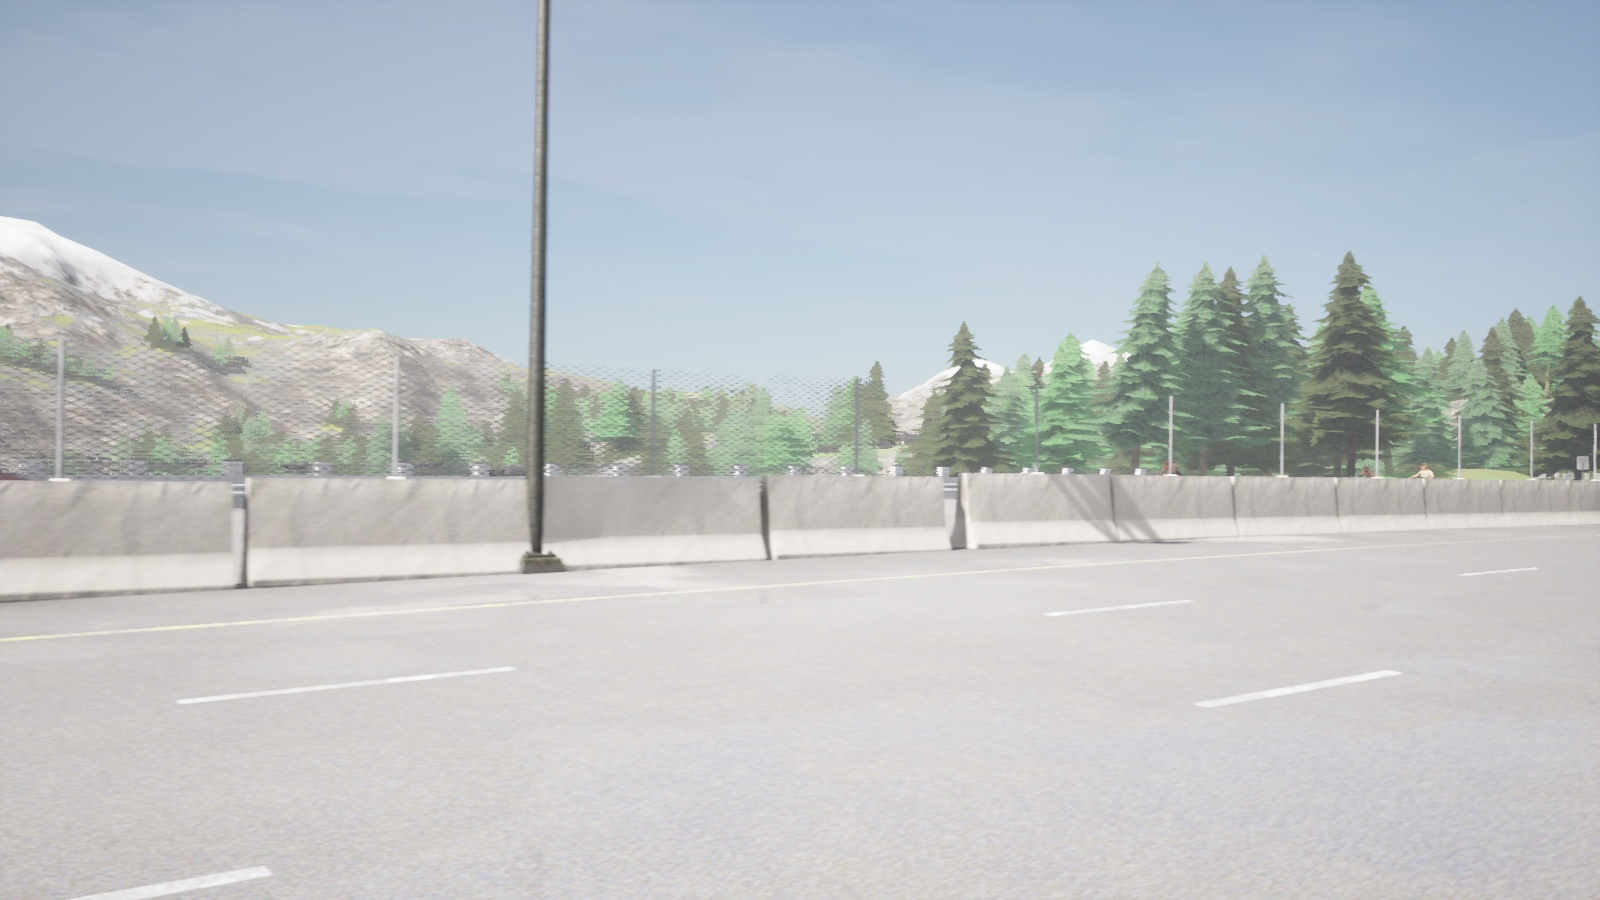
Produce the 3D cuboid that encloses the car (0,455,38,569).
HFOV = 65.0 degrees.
[{"bbox_3d":[-12.678,0.811,16.156,4.792,1.488,2.163,0,0,-35],"label":"car"}]
